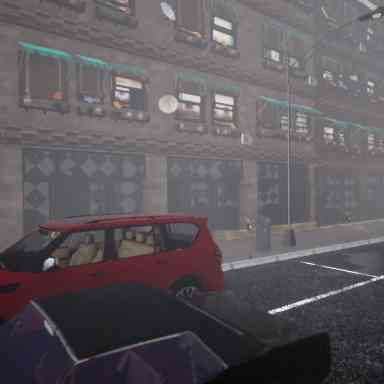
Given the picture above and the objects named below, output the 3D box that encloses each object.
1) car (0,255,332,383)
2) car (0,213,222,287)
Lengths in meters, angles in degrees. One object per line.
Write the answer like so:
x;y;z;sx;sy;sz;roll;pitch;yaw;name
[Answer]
-1.002;1.600;2.666;4.718;1.301;1.895;0;0;-36;car
-1.717;1.315;5.378;5.009;1.841;2.192;0;-1;-36;car
